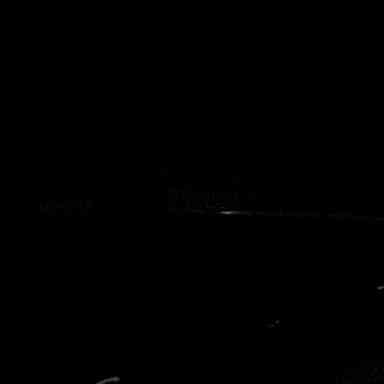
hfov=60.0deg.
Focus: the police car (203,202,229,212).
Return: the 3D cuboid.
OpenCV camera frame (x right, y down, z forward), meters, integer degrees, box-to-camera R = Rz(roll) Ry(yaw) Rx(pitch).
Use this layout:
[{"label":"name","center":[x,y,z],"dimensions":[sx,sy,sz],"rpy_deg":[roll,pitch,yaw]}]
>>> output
[{"label":"police car","center":[3.889,2.467,53.757],"dimensions":[2.038,1.542,4.974],"rpy_deg":[-2,0,-36]}]
